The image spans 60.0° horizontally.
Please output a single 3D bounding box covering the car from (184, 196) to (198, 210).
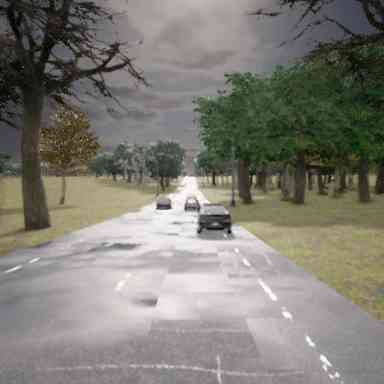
[{"bbox_3d":[0.023,1.512,42.077,1.994,1.385,4.181,0,0,1],"label":"car"}]

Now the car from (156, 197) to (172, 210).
[{"bbox_3d":[-3.577,1.416,43.029,1.882,1.535,5.008,0,1,0],"label":"car"}]

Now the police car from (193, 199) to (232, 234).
[{"bbox_3d":[1.227,1.479,19.910,1.930,1.638,5.238,0,0,0],"label":"police car"}]
